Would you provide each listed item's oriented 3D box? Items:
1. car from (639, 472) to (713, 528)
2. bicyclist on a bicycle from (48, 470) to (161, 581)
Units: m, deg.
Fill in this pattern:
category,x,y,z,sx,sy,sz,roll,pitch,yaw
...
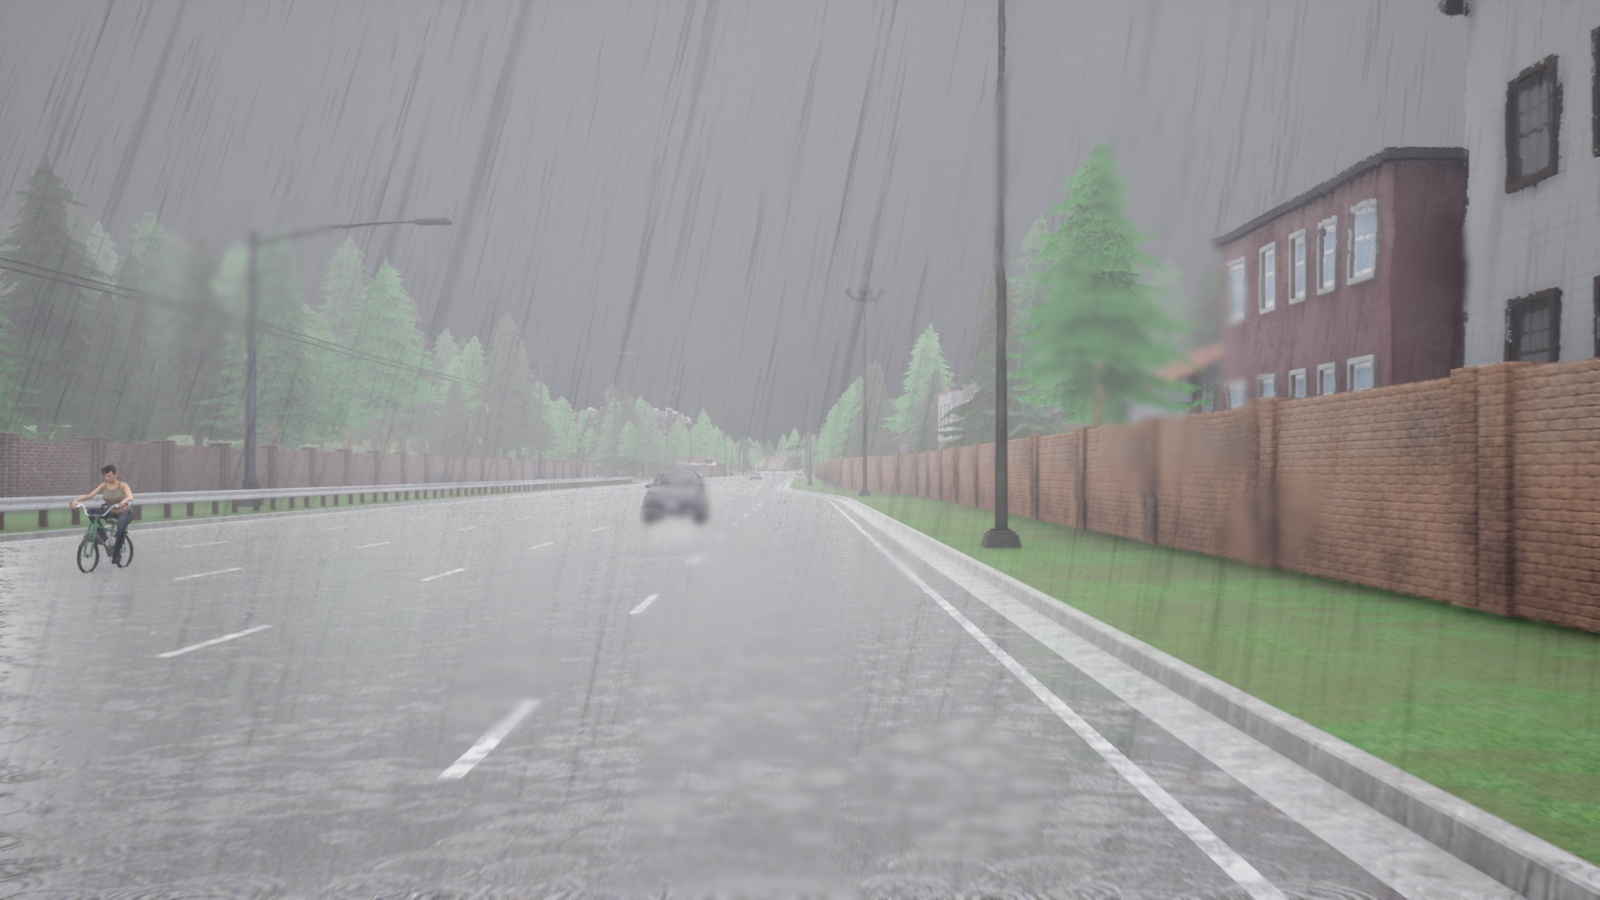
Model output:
category,x,y,z,sx,sy,sz,roll,pitch,yaw
car,-3.591,1.426,36.915,1.789,1.549,3.705,0,-1,0
bicyclist on a bicycle,-10.542,1.113,19.103,0.866,1.612,1.509,0,-1,0
